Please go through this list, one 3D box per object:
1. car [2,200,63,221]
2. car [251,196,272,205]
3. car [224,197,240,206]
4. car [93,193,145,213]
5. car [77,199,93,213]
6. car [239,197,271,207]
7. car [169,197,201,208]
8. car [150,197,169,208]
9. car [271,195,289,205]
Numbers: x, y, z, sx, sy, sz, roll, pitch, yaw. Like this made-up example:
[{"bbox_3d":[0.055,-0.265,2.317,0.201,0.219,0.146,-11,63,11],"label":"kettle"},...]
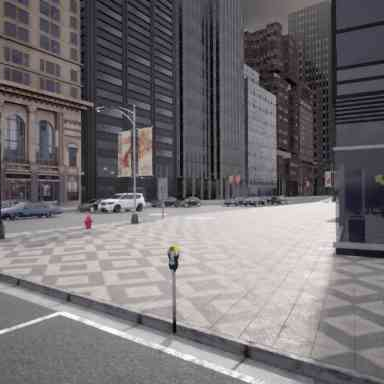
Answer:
[{"bbox_3d":[-13.500,1.517,27.616,2.033,1.411,5.357,-1,0,35],"label":"car"},{"bbox_3d":[12.275,1.465,58.311,1.895,1.301,4.718,-1,0,35],"label":"car"},{"bbox_3d":[6.774,1.424,50.420,2.033,1.411,5.357,-1,0,36],"label":"car"},{"bbox_3d":[-7.492,1.166,36.129,2.150,2.045,5.566,-1,0,35],"label":"car"},{"bbox_3d":[-10.583,1.476,37.379,1.837,1.490,4.892,-1,0,35],"label":"car"},{"bbox_3d":[9.188,1.453,48.209,1.895,1.301,4.718,-1,0,36],"label":"car"},{"bbox_3d":[-0.610,1.420,45.843,1.837,1.490,4.892,-1,0,35],"label":"car"},{"bbox_3d":[-3.826,1.449,46.928,1.837,1.490,4.892,-1,0,35],"label":"car"},{"bbox_3d":[14.913,1.344,56.412,1.837,1.490,4.892,-1,0,35],"label":"car"}]
